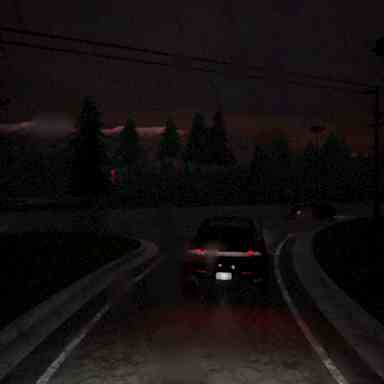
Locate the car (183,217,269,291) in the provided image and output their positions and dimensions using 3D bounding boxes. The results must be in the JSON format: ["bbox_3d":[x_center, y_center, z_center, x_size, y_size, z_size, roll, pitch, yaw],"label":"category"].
[{"bbox_3d":[1.001,1.413,8.904,2.128,1.511,4.902,0,0,9],"label":"car"}]

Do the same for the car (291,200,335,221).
[{"bbox_3d":[9.123,1.307,25.008,1.812,1.442,4.674,0,1,43],"label":"car"}]
